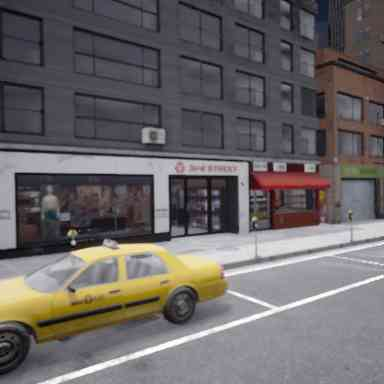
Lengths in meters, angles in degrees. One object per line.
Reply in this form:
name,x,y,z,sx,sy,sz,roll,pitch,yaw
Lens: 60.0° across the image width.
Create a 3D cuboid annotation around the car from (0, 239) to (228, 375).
car,-1.596,1.514,5.523,4.829,1.417,1.752,0,0,-36
